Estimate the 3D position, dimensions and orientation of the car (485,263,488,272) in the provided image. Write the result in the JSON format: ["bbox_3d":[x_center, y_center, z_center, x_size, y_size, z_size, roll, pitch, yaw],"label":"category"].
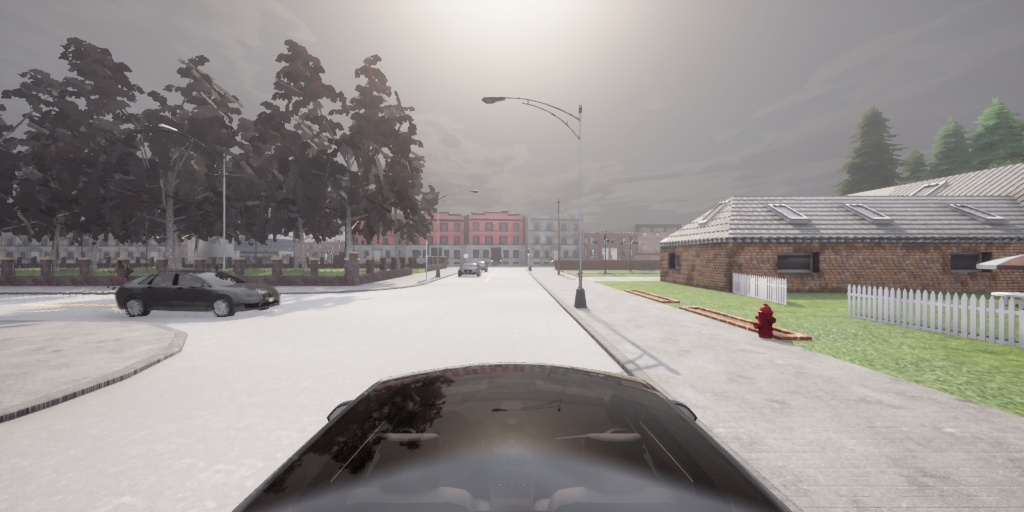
[{"bbox_3d":[-4.109,1.314,45.593,1.994,1.385,4.181,0,0,0],"label":"car"}]

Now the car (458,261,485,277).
[{"bbox_3d":[-4.125,1.314,35.608,1.994,1.385,4.181,0,0,0],"label":"car"}]

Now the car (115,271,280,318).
[{"bbox_3d":[-10.697,1.255,12.385,4.892,1.490,1.837,0,0,2],"label":"car"}]

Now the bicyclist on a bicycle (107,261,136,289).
[{"bbox_3d":[-22.656,1.099,20.853,0.582,1.620,1.656,0,0,0],"label":"bicyclist on a bicycle"}]
